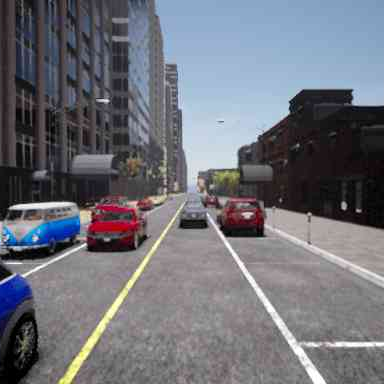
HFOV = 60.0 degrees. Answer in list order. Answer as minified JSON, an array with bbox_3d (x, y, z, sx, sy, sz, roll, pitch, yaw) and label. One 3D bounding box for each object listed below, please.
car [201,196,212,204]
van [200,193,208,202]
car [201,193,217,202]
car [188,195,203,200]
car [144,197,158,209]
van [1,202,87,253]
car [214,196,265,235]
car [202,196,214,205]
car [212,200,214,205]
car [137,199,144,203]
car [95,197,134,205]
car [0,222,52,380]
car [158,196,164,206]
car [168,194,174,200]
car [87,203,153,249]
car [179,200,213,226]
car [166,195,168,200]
[{"bbox_3d":[2.682,1.477,62.770,1.802,1.307,4.206,-1,0,0],"label":"car"},{"bbox_3d":[2.679,1.218,73.838,1.690,1.788,3.998,-1,0,0],"label":"van"},{"bbox_3d":[2.677,1.238,46.167,2.192,1.841,5.009,-1,0,0],"label":"car"},{"bbox_3d":[0.103,1.473,44.246,2.033,1.411,5.357,0,0,0],"label":"car"},{"bbox_3d":[-5.700,1.477,40.644,1.887,1.381,4.507,-1,0,0],"label":"car"},{"bbox_3d":[-5.704,1.320,12.969,1.690,1.788,3.998,-1,0,0],"label":"van"},{"bbox_3d":[2.676,1.285,18.494,2.192,1.841,5.009,-1,0,0],"label":"car"},{"bbox_3d":[2.681,1.470,57.236,1.947,1.339,4.313,-1,0,0],"label":"car"},{"bbox_3d":[2.680,1.485,24.199,1.752,1.417,4.829,-1,0,0],"label":"car"},{"bbox_3d":[-5.700,1.476,29.404,1.752,1.417,4.829,-1,0,0],"label":"car"},{"bbox_3d":[-5.703,1.275,24.038,2.192,1.841,5.009,-1,0,0],"label":"car"},{"bbox_3d":[-3.066,1.348,2.464,2.097,1.767,4.553,0,0,0],"label":"car"},{"bbox_3d":[-5.700,1.439,51.543,1.752,1.417,4.829,-1,0,0],"label":"car"},{"bbox_3d":[-5.699,1.298,84.923,1.967,1.590,4.097,-1,0,0],"label":"car"},{"bbox_3d":[-3.081,1.454,14.555,1.882,1.535,5.008,0,0,0],"label":"car"},{"bbox_3d":[0.100,1.509,23.010,2.033,1.411,5.357,0,0,0],"label":"car"},{"bbox_3d":[-5.699,1.430,57.078,1.752,1.417,4.829,-1,0,0],"label":"car"}]
